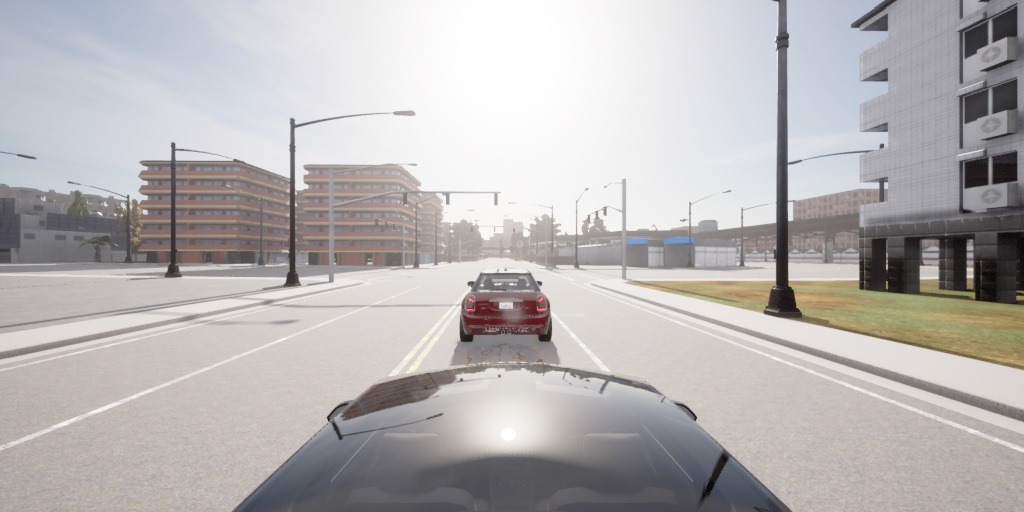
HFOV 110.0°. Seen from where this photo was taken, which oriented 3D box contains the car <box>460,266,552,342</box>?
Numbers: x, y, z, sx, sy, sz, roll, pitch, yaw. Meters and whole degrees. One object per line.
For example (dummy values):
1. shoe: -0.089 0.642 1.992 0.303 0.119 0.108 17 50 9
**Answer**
1. car: -0.190 1.102 9.946 2.097 1.767 4.553 0 0 -2
